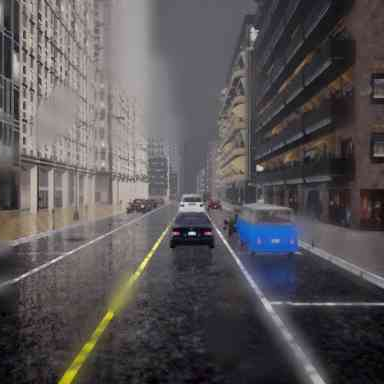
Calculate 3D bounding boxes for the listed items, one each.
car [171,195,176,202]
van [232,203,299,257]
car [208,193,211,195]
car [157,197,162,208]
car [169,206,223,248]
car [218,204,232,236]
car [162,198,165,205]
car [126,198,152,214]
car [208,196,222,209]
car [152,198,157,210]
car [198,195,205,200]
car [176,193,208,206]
[{"bbox_3d":[-3.001,1.324,76.741,2.097,1.767,4.553,0,0,0],"label":"car"},{"bbox_3d":[2.690,1.342,12.563,1.690,1.788,3.998,0,0,0],"label":"van"},{"bbox_3d":[2.999,1.235,70.644,2.150,2.045,5.566,0,0,0],"label":"car"},{"bbox_3d":[-5.691,1.573,46.455,1.947,1.339,4.313,0,0,0],"label":"car"},{"bbox_3d":[0.000,1.565,14.650,2.033,1.411,5.357,0,0,0],"label":"car"},{"bbox_3d":[2.690,1.567,18.212,1.947,1.339,4.313,0,0,0],"label":"car"},{"bbox_3d":[-5.690,1.593,57.752,1.802,1.307,4.206,0,0,0],"label":"car"},{"bbox_3d":[-5.690,1.444,35.158,1.967,1.590,4.097,0,0,0],"label":"car"},{"bbox_3d":[2.690,1.550,40.806,1.887,1.381,4.507,0,0,0],"label":"car"},{"bbox_3d":[-5.690,1.587,40.806,1.802,1.307,4.206,0,0,0],"label":"car"},{"bbox_3d":[2.689,1.622,91.643,1.802,1.307,4.206,0,0,0],"label":"car"},{"bbox_3d":[0.000,1.262,29.680,2.150,2.045,5.566,0,0,0],"label":"car"}]
